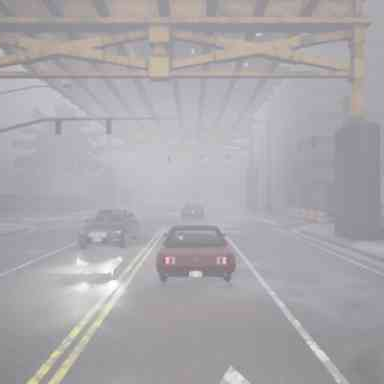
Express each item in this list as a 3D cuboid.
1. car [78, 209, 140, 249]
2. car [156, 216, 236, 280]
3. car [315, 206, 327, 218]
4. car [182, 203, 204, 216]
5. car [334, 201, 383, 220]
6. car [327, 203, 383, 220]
[{"bbox_3d":[-3.532,1.535,14.883,2.128,1.511,4.902,0,0,0],"label":"car"},{"bbox_3d":[0.090,1.629,9.957,1.895,1.301,4.718,0,0,0],"label":"car"},{"bbox_3d":[13.571,1.532,29.518,4.974,1.542,2.038,0,0,25],"label":"car"},{"bbox_3d":[0.080,1.648,30.481,1.994,1.385,4.181,0,0,0],"label":"car"},{"bbox_3d":[13.295,1.363,25.378,4.536,1.218,1.853,0,0,-20],"label":"car"},{"bbox_3d":[13.247,1.521,25.359,4.974,1.542,2.038,0,0,-20],"label":"car"}]
